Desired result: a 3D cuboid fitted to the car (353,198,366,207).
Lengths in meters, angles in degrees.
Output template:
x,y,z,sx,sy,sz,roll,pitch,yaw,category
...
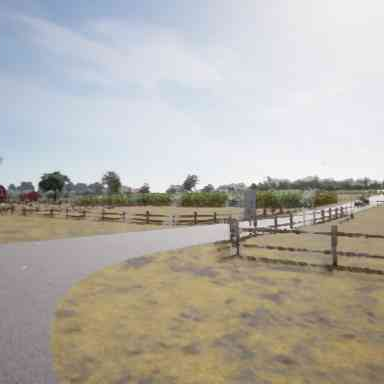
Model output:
x,y,z,sx,sy,sz,roll,pitch,yaw,category
41.612,2.897,83.330,1.882,1.535,5.008,-2,-1,34,car
